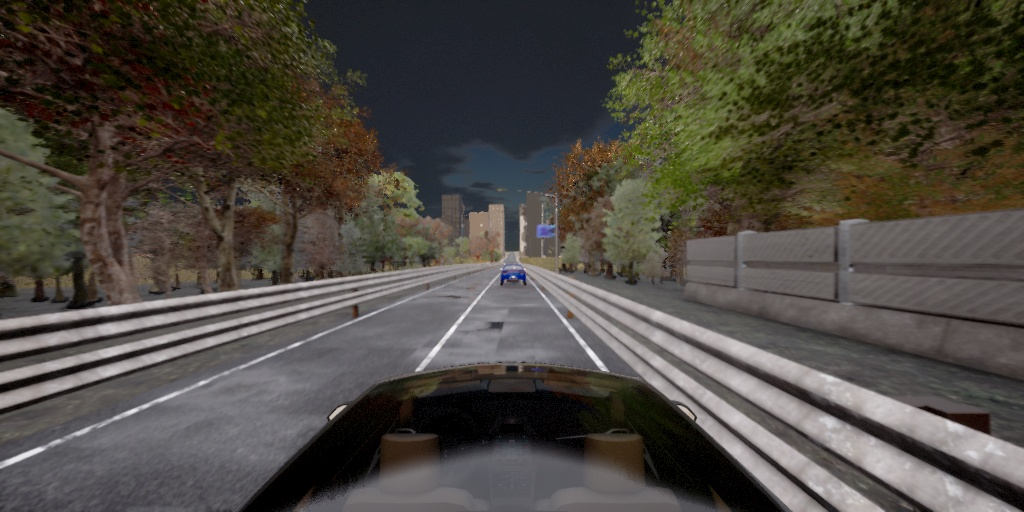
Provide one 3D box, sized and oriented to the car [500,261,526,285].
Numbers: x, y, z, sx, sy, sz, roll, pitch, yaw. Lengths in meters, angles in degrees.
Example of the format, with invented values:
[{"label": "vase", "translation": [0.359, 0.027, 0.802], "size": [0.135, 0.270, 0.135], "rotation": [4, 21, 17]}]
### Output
[{"label": "car", "translation": [0.099, 1.360, 27.788], "size": [1.882, 1.535, 5.008], "rotation": [0, -1, 0]}]
